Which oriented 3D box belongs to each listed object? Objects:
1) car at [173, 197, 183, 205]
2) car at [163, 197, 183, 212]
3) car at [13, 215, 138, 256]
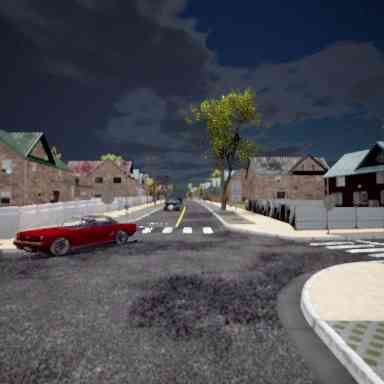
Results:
[{"bbox_3d":[-2.767,1.780,67.076,1.812,1.442,4.674,0,0,-1],"label":"car"},{"bbox_3d":[-2.395,1.587,40.324,2.128,1.511,4.902,0,0,0],"label":"car"},{"bbox_3d":[-4.460,1.626,13.362,1.895,1.301,4.718,-2,0,34],"label":"car"}]
